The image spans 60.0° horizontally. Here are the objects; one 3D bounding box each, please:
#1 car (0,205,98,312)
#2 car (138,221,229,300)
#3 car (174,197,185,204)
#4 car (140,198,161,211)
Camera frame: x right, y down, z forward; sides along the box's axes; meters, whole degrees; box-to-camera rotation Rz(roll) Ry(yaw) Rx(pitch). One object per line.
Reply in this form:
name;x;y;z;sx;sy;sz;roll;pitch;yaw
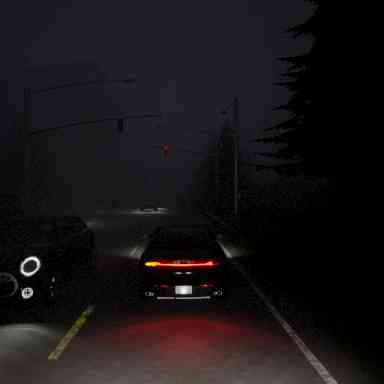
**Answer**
car;-3.793;1.352;7.936;2.097;1.767;4.553;0;0;-2
car;-0.226;1.505;8.380;1.837;1.490;4.892;0;0;-2
car;-2.329;1.564;61.330;1.994;1.385;4.181;0;0;-2
car;-5.175;1.526;40.688;1.812;1.442;4.674;0;0;-3
